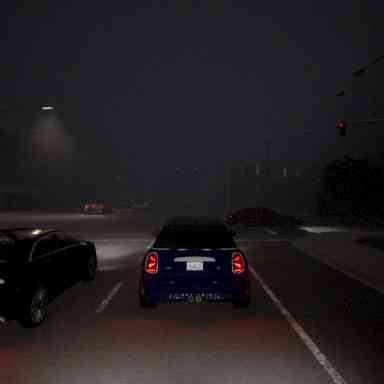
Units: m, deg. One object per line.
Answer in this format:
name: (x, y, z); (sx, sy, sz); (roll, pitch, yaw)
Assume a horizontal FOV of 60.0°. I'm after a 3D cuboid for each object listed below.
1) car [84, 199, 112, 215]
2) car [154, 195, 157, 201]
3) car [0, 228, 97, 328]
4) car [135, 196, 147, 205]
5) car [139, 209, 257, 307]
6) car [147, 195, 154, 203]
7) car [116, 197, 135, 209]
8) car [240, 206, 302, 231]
car: (-10.670, 1.640, 37.983); (2.097, 1.767, 4.553); (0, -1, 0)
car: (-10.671, 1.673, 91.199); (2.128, 1.511, 4.902); (0, 0, 0)
car: (-3.447, 1.503, 6.993); (2.128, 1.511, 4.902); (0, 0, 0)
car: (-10.657, 1.665, 65.257); (2.097, 1.767, 4.553); (0, 1, 0)
car: (0.058, 1.364, 8.133); (2.097, 1.767, 4.553); (0, 0, 0)
car: (-10.642, 1.684, 75.800); (2.128, 1.511, 4.902); (0, 1, 0)
car: (-10.691, 1.867, 52.422); (1.882, 1.535, 5.008); (0, 0, 0)
car: (4.487, 1.620, 21.081); (4.674, 1.442, 1.812); (0, 0, 9)
